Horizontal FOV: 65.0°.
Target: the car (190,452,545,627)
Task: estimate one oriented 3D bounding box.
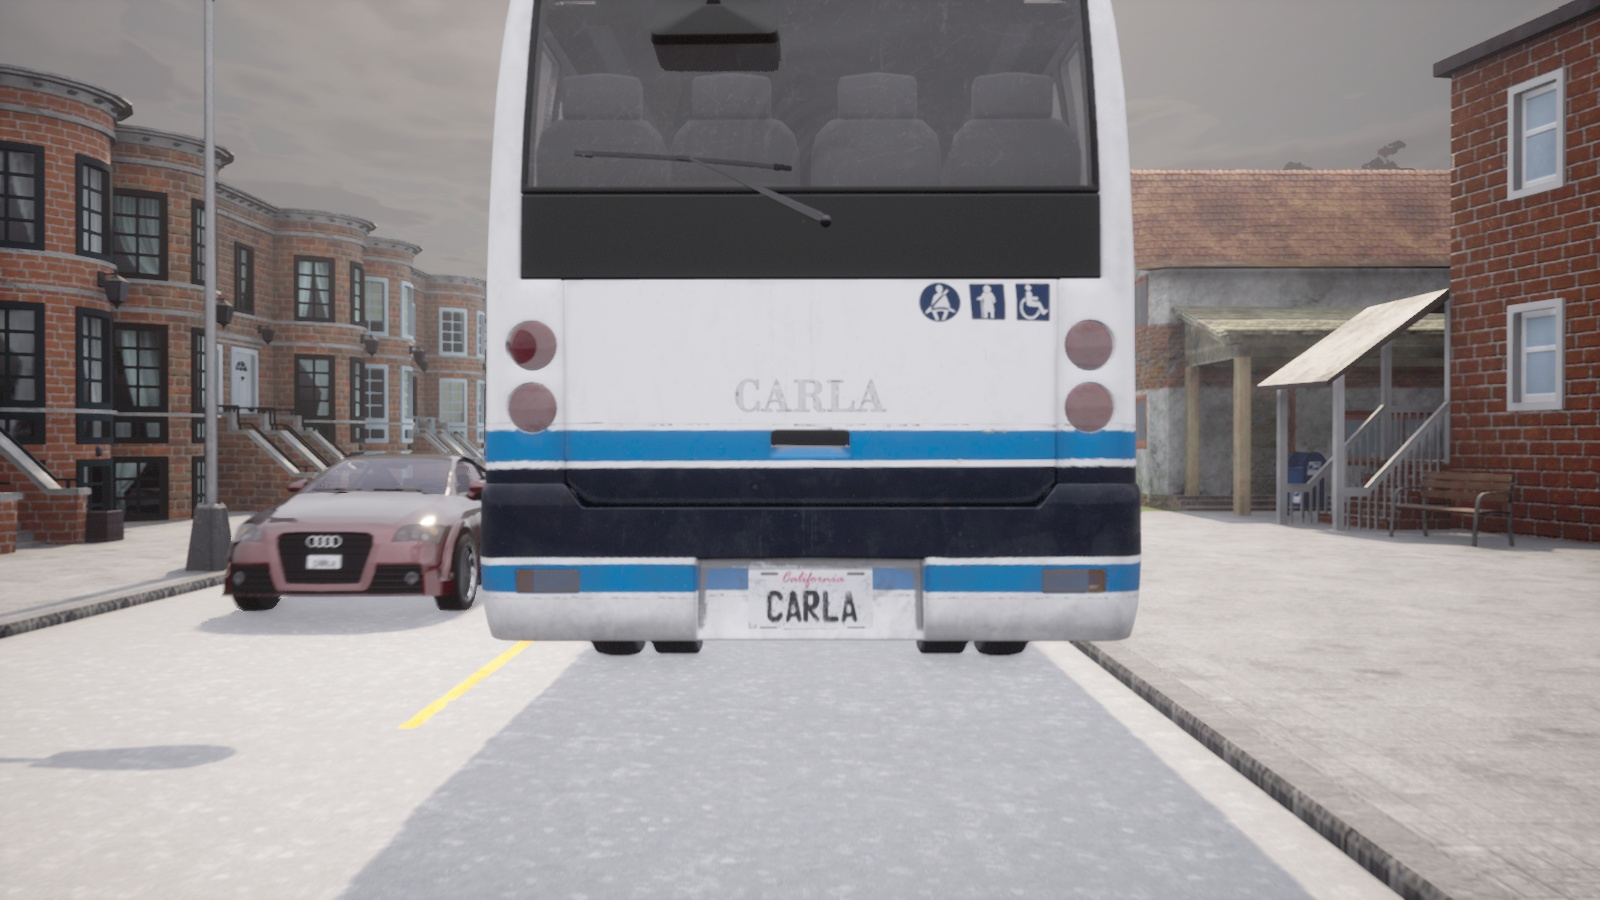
[{"bbox_3d":[-3.916,0.727,12.230,1.994,1.385,4.181,0,0,0],"label":"car"}]

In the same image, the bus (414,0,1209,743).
[{"bbox_3d":[0.081,-0.705,11.376,3.944,4.253,10.273,0,0,0],"label":"bus"}]
